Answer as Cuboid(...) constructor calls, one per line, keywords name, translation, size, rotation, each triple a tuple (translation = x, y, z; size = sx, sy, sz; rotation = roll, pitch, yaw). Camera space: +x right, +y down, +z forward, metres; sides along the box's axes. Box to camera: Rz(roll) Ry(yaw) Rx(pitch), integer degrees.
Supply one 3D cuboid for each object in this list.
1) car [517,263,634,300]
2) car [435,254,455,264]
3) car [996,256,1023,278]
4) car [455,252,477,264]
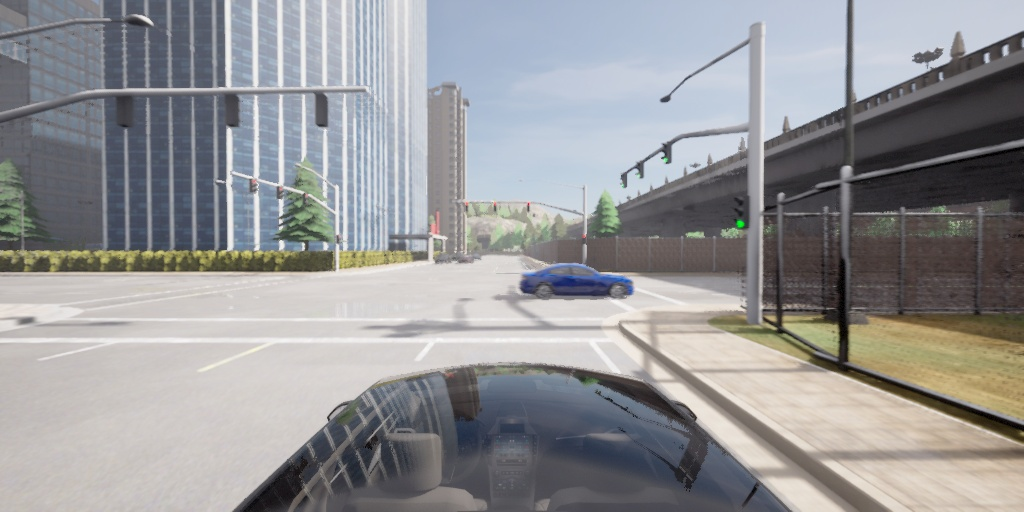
Cuboid(name="car", translation=(2.746, 1.080, 15.707), size=(5.008, 1.535, 1.882), rotation=(0, 1, 0))
Cuboid(name="car", translation=(-10.536, 0.461, 54.907), size=(1.837, 1.490, 4.892), rotation=(0, 1, 1))
Cuboid(name="car", translation=(39.409, 0.659, 26.337), size=(5.566, 2.045, 2.150), rotation=(0, 1, 0))
Cuboid(name="car", translation=(-7.037, 0.520, 54.993), size=(1.994, 1.385, 4.181), rotation=(0, 1, 0))
